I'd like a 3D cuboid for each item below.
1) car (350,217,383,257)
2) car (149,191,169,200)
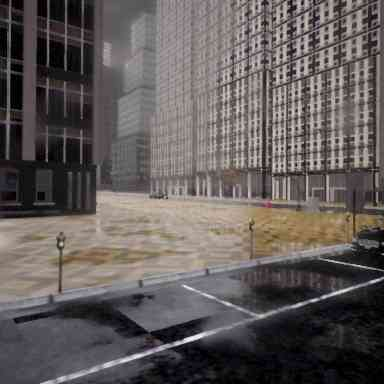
[{"bbox_3d":[7.479,1.553,12.043,4.403,1.369,2.008,0,1,-35],"label":"car"},{"bbox_3d":[-5.967,0.660,59.309,2.128,1.511,4.902,1,1,-35],"label":"car"}]
